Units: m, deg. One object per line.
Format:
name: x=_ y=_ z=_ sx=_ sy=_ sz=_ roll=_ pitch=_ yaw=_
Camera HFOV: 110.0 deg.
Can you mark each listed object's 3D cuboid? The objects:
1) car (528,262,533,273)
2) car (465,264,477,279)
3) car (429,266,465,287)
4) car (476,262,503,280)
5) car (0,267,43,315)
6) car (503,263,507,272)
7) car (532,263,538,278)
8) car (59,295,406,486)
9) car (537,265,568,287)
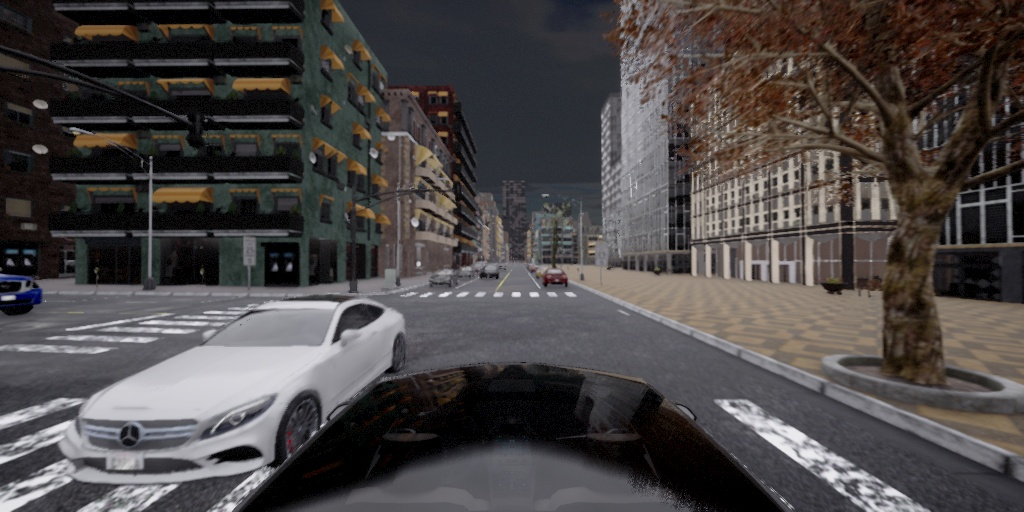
car: x=3.740 y=1.986 z=55.128 sx=1.802 sy=1.307 sz=4.207 roll=0 pitch=0 yaw=1
car: x=-4.953 y=1.772 z=38.695 sx=2.007 sy=1.370 sz=4.403 roll=0 pitch=0 yaw=1
car: x=-5.163 y=1.633 z=27.632 sx=2.007 sy=1.370 sz=4.403 roll=0 pitch=0 yaw=1
car: x=-2.283 y=1.690 z=37.839 sx=1.882 sy=1.535 sz=5.008 roll=0 pitch=-1 yaw=1
car: x=-18.222 y=0.911 z=11.045 sx=5.566 sy=2.045 sz=2.150 roll=1 pitch=-1 yaw=1
car: x=-1.842 y=1.900 z=61.104 sx=2.033 sy=1.411 sz=5.357 roll=0 pitch=-1 yaw=1
car: x=3.428 y=1.716 z=38.705 sx=1.751 sy=1.417 sz=4.829 roll=0 pitch=0 yaw=1
car: x=-2.905 y=1.328 z=5.062 sx=1.812 sy=1.442 sz=4.674 roll=0 pitch=-1 yaw=1
car: x=3.216 y=1.597 z=27.473 sx=1.888 sy=1.381 sz=4.507 roll=0 pitch=0 yaw=1
